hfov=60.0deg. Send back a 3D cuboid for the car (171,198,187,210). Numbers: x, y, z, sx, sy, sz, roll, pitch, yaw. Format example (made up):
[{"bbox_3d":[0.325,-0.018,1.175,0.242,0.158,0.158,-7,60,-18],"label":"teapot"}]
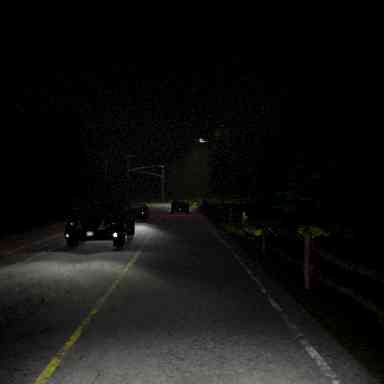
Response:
[{"bbox_3d":[-1.809,1.555,45.302,2.033,1.411,5.357,0,0,-3],"label":"car"}]

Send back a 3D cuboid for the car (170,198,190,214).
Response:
[{"bbox_3d":[-1.263,1.499,35.136,2.128,1.511,4.902,0,0,-2],"label":"car"}]

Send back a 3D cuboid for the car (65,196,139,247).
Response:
[{"bbox_3d":[-3.983,1.223,15.343,2.150,2.045,5.566,0,0,-3],"label":"car"}]

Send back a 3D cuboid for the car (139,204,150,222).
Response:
[{"bbox_3d":[-4.416,1.608,26.326,1.895,1.301,4.718,0,0,-3],"label":"car"}]
